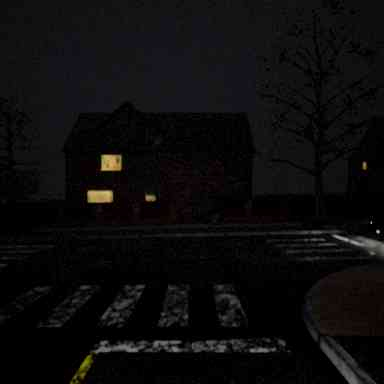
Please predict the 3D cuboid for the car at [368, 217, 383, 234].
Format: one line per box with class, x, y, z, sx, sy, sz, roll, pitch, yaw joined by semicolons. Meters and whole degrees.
car;10.452;1.214;14.009;5.357;1.411;2.033;-1;1;-1
